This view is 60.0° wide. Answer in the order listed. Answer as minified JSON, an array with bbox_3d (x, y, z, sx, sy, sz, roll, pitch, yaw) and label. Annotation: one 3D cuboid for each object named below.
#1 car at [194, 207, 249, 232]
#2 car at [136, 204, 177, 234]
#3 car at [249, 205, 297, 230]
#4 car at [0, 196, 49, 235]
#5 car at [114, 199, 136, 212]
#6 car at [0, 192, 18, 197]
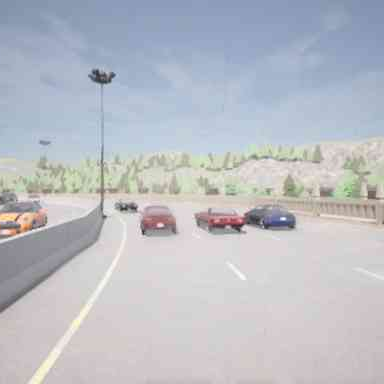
[{"bbox_3d":[1.431,1.513,19.355,1.895,1.301,4.718,0,0,-11],"label":"car"},{"bbox_3d":[-1.985,1.453,18.549,1.812,1.442,4.674,0,0,-11],"label":"car"},{"bbox_3d":[4.696,1.459,20.594,1.994,1.385,4.181,0,0,-12],"label":"car"},{"bbox_3d":[-9.193,1.309,17.810,2.097,1.767,4.553,0,0,-12],"label":"car"},{"bbox_3d":[-7.316,1.471,36.482,1.895,1.301,4.718,0,0,-21],"label":"car"},{"bbox_3d":[-30.429,1.093,55.297,2.150,2.045,5.566,0,0,-38],"label":"car"}]
